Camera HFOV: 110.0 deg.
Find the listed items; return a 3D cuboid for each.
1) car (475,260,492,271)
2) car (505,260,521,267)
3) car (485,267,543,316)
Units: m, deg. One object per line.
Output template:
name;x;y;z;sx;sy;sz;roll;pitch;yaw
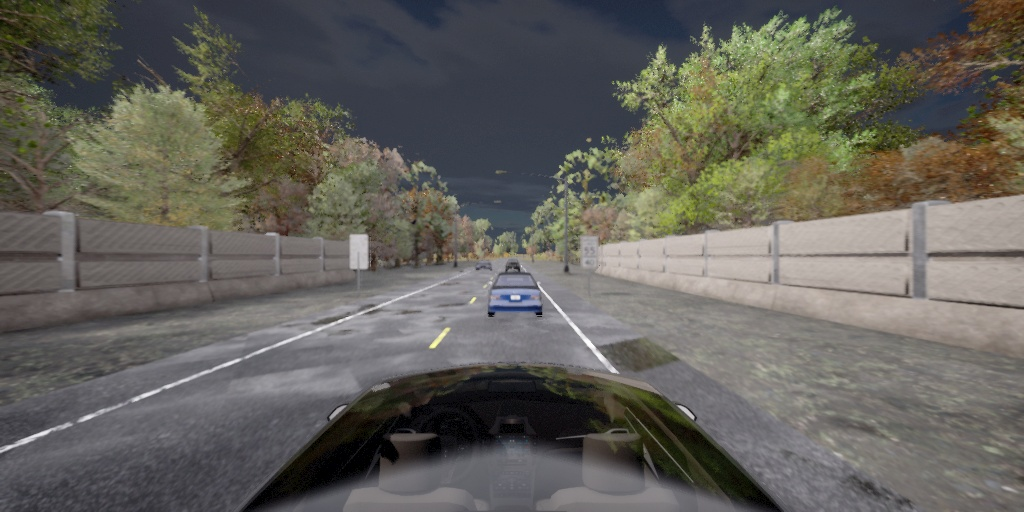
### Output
car;-3.555;1.239;45.860;1.994;1.385;4.181;0;0;0
car;0.113;1.182;45.289;1.837;1.490;4.892;0;0;0
car;0.104;1.287;13.228;2.033;1.411;5.357;0;0;0
